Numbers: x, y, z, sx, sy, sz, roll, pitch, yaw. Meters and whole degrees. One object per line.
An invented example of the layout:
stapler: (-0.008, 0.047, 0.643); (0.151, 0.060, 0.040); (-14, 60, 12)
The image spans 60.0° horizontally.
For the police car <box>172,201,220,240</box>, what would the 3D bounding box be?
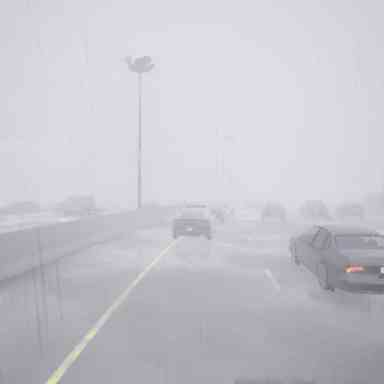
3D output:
police car: (0.232, 1.507, 17.760); (1.930, 1.638, 5.238); (0, 0, 8)

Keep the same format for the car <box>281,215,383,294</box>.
car: (4.033, 1.597, 9.008); (2.033, 1.411, 5.357); (0, 0, 4)

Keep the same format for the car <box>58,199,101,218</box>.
car: (-10.414, 1.686, 31.682); (1.994, 1.385, 4.181); (0, 0, 12)

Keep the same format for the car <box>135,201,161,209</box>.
car: (-5.051, 1.729, 38.881); (1.994, 1.385, 4.181); (0, 0, 16)

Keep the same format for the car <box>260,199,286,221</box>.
car: (6.960, 1.647, 28.422); (1.837, 1.490, 4.892); (0, 0, 12)

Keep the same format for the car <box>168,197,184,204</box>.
car: (-3.441, 1.789, 72.080); (1.882, 1.535, 5.008); (0, 0, 25)

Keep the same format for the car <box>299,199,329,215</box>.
car: (10.886, 1.509, 29.844); (2.097, 1.767, 4.553); (0, 0, 13)

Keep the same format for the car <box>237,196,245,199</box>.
car: (11.169, 1.663, 76.865); (1.837, 1.490, 4.892); (0, 0, 31)

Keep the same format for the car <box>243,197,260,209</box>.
car: (9.361, 1.806, 49.512); (1.994, 1.385, 4.181); (0, 0, 22)

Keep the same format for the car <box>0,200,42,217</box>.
car: (-17.199, 1.621, 33.394); (1.837, 1.490, 4.892); (0, 0, 12)

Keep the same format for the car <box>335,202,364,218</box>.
car: (14.967, 1.665, 31.772); (2.128, 1.511, 4.902); (0, 0, 15)

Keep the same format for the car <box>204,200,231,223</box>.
car: (1.845, 1.653, 27.226); (1.812, 1.442, 4.674); (0, 0, 12)

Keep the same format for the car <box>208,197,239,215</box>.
car: (3.178, 1.611, 33.095); (1.801, 1.575, 5.366); (0, 0, 14)

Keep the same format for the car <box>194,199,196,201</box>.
car: (2.089, 1.819, 75.077); (1.882, 1.535, 5.008); (0, 0, 27)

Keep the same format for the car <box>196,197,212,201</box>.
car: (3.226, 1.792, 69.764); (1.882, 1.535, 5.008); (0, 0, 27)

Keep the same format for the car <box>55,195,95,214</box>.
car: (-12.792, 1.360, 37.007); (2.150, 2.045, 5.566); (0, 0, 14)
